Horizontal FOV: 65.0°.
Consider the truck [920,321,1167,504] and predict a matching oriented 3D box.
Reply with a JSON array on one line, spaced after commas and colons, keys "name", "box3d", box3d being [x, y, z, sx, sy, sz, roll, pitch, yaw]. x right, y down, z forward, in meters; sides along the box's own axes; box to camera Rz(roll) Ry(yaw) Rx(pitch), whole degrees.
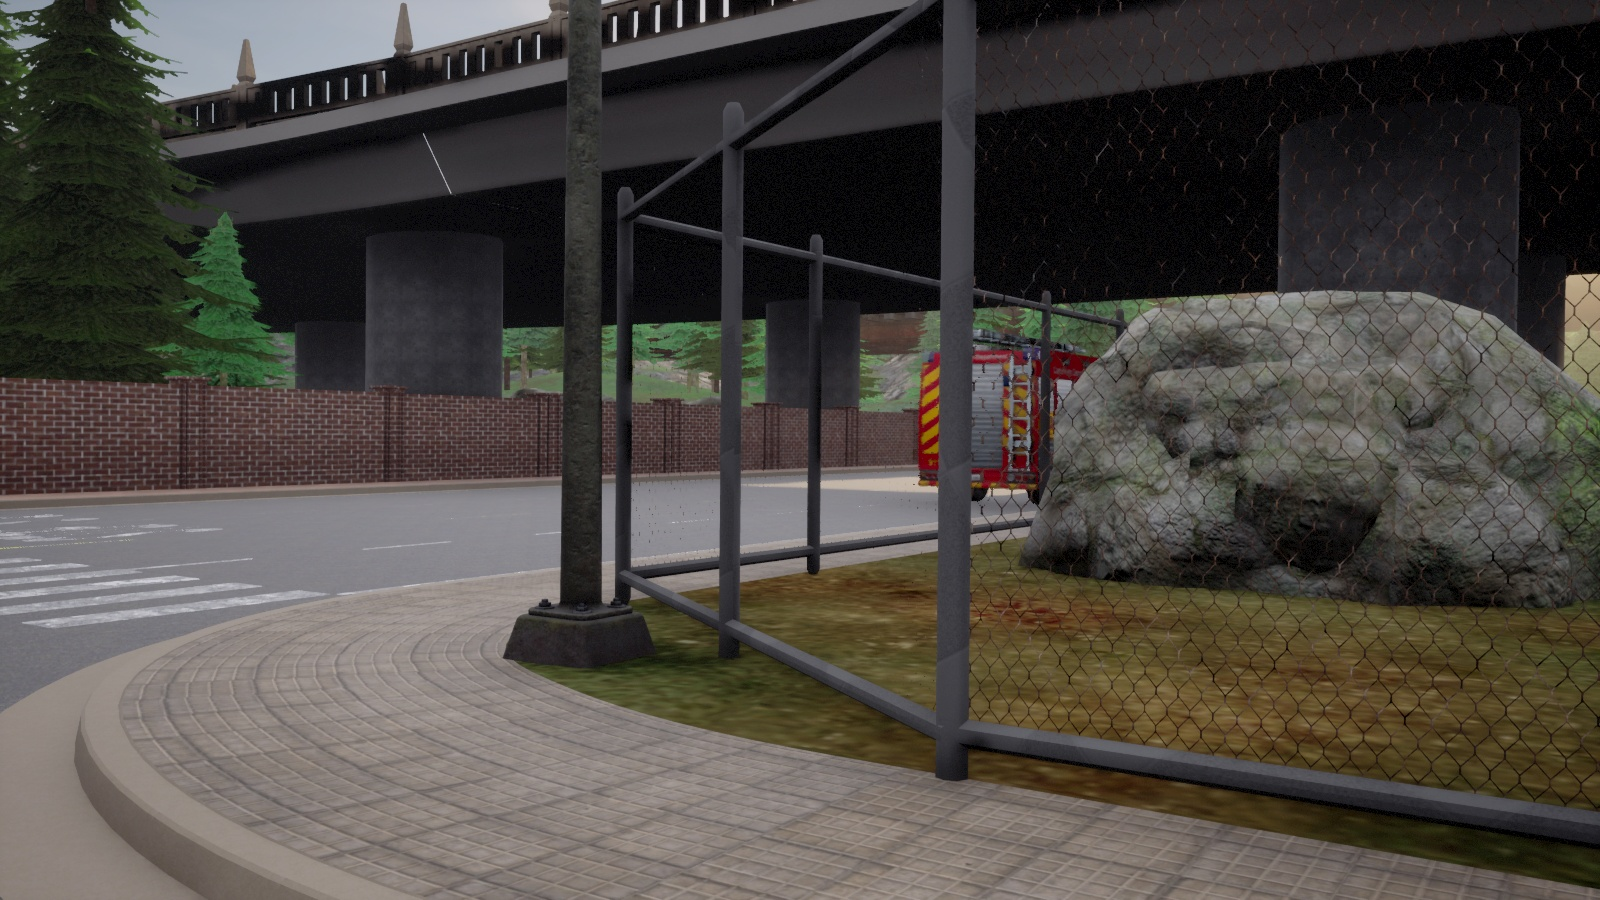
[{"name": "truck", "box3d": [6.218, -0.853, 30.662, 2.891, 3.827, 8.468, 0, 1, 33]}]
